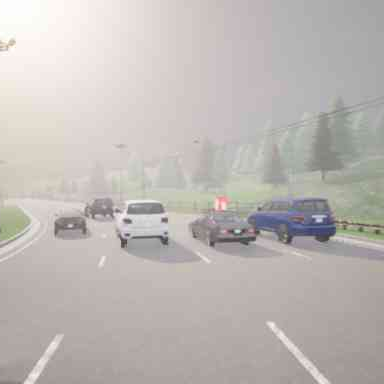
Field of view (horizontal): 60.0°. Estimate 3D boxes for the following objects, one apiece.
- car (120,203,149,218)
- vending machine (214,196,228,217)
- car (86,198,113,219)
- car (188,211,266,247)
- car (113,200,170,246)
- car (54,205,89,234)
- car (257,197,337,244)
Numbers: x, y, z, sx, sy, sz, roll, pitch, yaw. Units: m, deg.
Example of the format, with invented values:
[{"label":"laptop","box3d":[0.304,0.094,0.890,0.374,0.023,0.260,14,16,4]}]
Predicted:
[{"label":"car","box3d":[-6.190,1.894,35.306,1.812,1.442,4.674,-1,-1,-26]},{"label":"vending machine","box3d":[2.969,1.426,33.915,1.100,2.100,0.880,-1,-1,-24]},{"label":"car","box3d":[-9.559,1.629,34.296,2.150,2.045,5.566,-1,-1,-26]},{"label":"car","box3d":[1.248,1.657,15.793,2.033,1.411,5.357,-1,0,-14]},{"label":"car","box3d":[-2.562,1.391,16.463,2.150,2.045,5.566,0,0,-15]},{"label":"car","box3d":[-7.795,1.805,21.398,1.812,1.442,4.674,-1,-1,-19]},{"label":"car","box3d":[4.661,1.288,16.376,2.150,2.045,5.566,-1,-1,-13]}]
